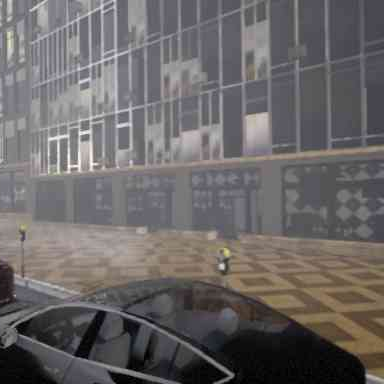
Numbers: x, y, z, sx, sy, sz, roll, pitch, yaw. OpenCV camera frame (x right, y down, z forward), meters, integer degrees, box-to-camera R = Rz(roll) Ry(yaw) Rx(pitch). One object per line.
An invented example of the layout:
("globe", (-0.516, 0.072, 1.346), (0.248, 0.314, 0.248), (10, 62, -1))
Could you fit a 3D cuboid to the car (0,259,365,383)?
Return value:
("car", (-0.624, 1.567, 3.337), (4.313, 1.339, 1.947), (0, -1, 36))
